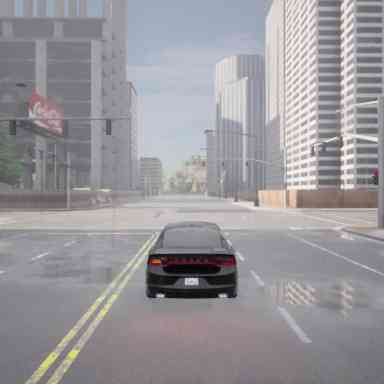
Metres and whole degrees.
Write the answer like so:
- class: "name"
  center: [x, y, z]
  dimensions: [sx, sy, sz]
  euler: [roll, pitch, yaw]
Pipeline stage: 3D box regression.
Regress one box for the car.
- class: "car"
  center: [0.002, 1.478, 8.523]
  dimensions: [1.882, 1.535, 5.008]
  euler: [0, 0, 0]
